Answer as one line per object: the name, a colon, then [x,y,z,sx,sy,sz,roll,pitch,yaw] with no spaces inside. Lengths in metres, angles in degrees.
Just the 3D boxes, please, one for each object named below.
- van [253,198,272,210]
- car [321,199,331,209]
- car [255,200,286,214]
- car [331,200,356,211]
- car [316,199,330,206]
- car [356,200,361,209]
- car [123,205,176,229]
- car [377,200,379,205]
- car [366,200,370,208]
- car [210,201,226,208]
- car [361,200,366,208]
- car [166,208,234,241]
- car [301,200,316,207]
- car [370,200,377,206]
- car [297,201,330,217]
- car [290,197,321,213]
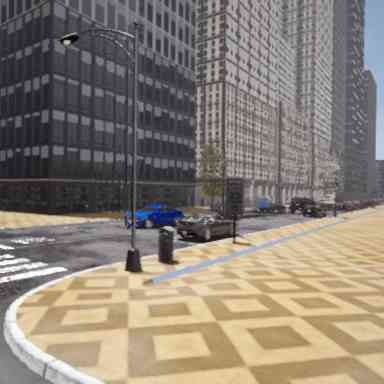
van: [9.984,1.755,46.543,1.690,1.788,3.998,0,0,35]
car: [20.994,2.107,52.381,2.128,1.511,4.902,1,0,35]
car: [10.198,2.025,42.234,1.895,1.301,4.718,1,0,35]
car: [23.300,2.227,51.018,1.947,1.339,4.313,0,0,35]
car: [29.301,2.307,74.333,1.947,1.339,4.313,0,0,35]
car: [26.520,2.298,55.651,1.802,1.307,4.206,0,0,35]
car: [-2.678,1.679,23.776,1.882,1.535,5.008,1,0,35]
car: [45.845,2.585,83.449,1.887,1.381,4.507,0,0,35]
car: [32.962,2.390,64.917,1.947,1.339,4.313,0,0,35]
car: [3.543,1.743,37.279,1.967,1.590,4.097,0,0,35]
car: [29.742,2.210,60.284,1.967,1.590,4.097,0,0,35]
car: [0.862,1.826,18.516,2.008,1.369,4.403,0,0,35]
car: [22.862,2.215,65.069,1.802,1.307,4.206,0,0,35]
car: [39.404,2.499,74.183,1.947,1.339,4.313,0,0,35]
car: [13.637,2.062,37.119,1.947,1.339,4.313,0,0,35]
car: [14.399,1.725,42.837,2.150,2.045,5.566,1,0,36]
